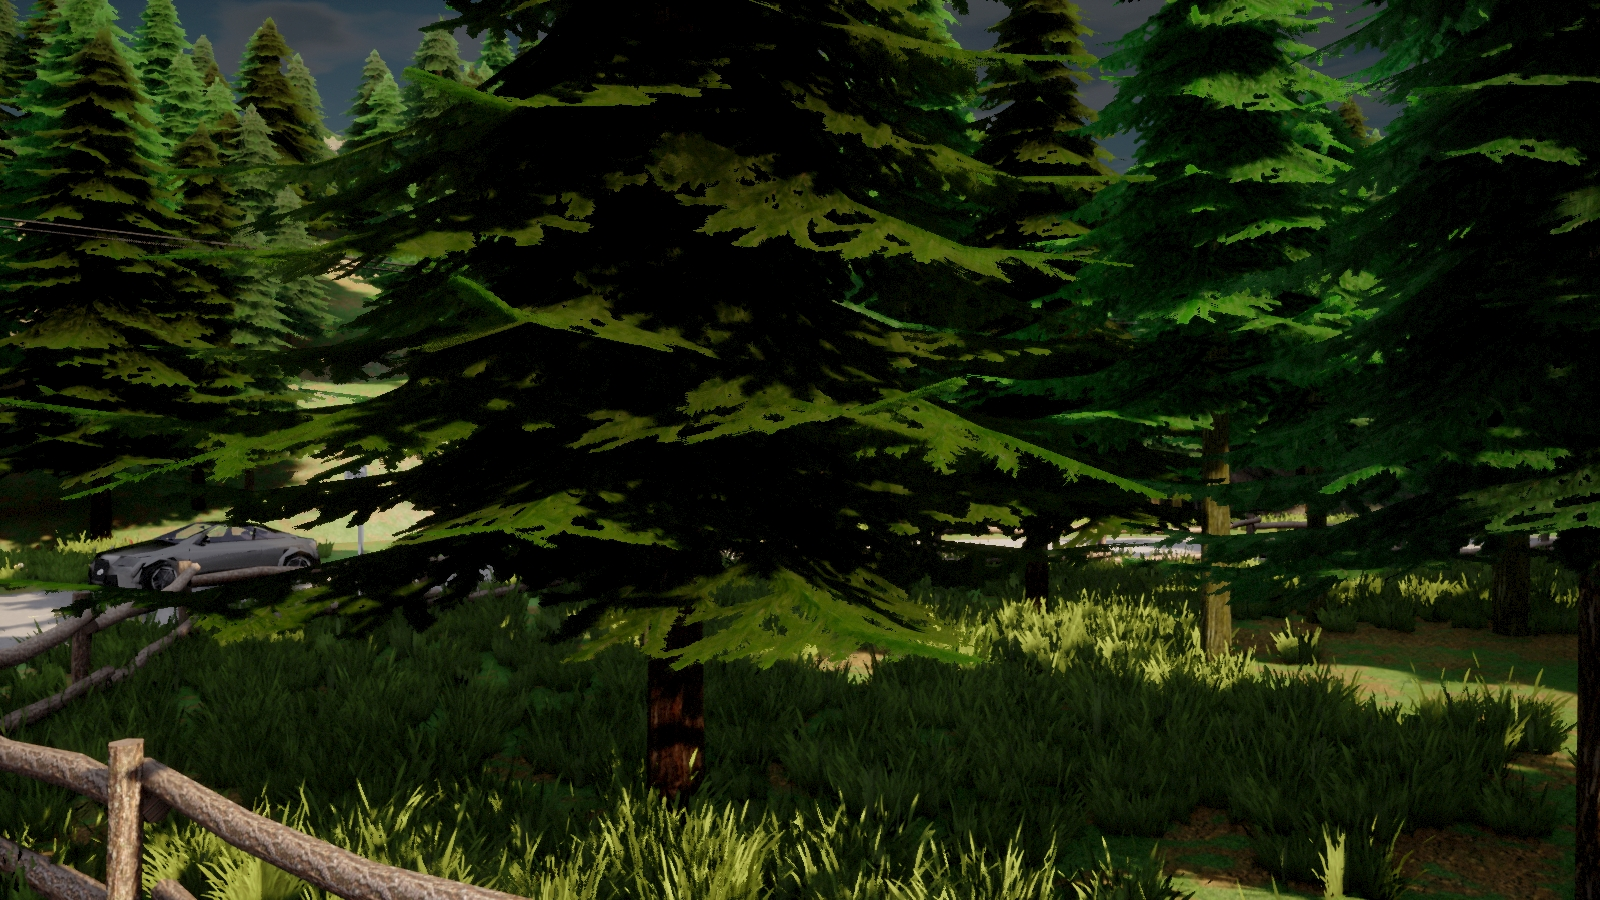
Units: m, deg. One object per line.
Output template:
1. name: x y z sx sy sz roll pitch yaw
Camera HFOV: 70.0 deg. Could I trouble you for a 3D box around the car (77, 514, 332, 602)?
1. car: -12.055 2.119 23.321 1.994 1.385 4.181 0 0 41
